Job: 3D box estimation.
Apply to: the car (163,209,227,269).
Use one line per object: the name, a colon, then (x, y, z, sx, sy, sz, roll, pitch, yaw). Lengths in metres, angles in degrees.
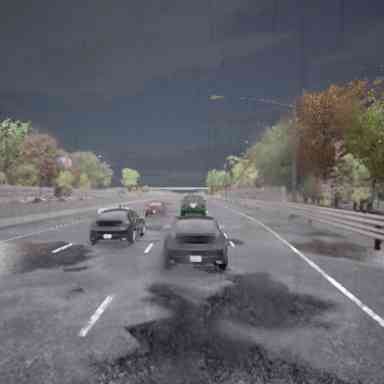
car: (0.101, 1.526, 11.203, 1.837, 1.490, 4.892, 0, 0, 0)

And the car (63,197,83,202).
car: (-21.010, 1.639, 60.227, 1.882, 1.535, 5.008, 0, 0, 1)

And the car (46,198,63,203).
car: (-24.498, 1.708, 60.069, 2.033, 1.411, 5.357, 0, 0, 0)

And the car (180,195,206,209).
car: (0.105, 1.289, 30.465, 2.150, 2.045, 5.566, 0, 0, 0)

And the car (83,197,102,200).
car: (-17.514, 1.665, 60.307, 1.837, 1.490, 4.892, 0, 0, 1)

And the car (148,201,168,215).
car: (-3.395, 1.599, 32.388, 1.812, 1.442, 4.674, 0, 0, 0)

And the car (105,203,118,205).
car: (-6.895, 1.667, 29.825, 1.895, 1.301, 4.718, 0, 0, 0)

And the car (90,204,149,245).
car: (-3.396, 1.536, 15.802, 1.837, 1.490, 4.892, 0, 0, 0)

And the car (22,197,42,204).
car: (-28.006, 1.682, 58.369, 1.812, 1.442, 4.674, 0, 0, 0)
